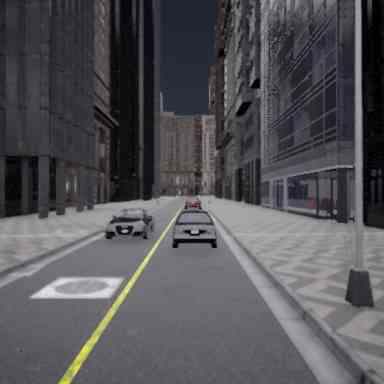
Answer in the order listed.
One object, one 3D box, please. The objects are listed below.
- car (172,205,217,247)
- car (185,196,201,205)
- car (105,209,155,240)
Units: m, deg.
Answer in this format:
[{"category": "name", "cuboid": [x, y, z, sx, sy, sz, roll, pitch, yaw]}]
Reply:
[{"category": "car", "cuboid": [0.106, 1.534, 14.908, 2.033, 1.411, 5.357, 0, 0, 0]}, {"category": "car", "cuboid": [0.119, 1.336, 43.806, 2.097, 1.767, 4.553, 0, 0, 0]}, {"category": "car", "cuboid": [-3.006, 1.550, 16.832, 1.994, 1.385, 4.181, 0, 0, 0]}]
